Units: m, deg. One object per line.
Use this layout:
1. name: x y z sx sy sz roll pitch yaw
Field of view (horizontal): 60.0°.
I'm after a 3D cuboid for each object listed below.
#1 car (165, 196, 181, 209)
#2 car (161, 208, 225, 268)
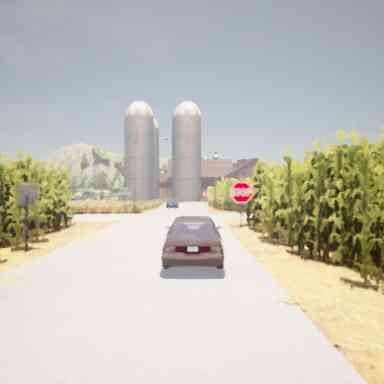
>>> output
1. car: -3.174 1.801 52.996 1.882 1.535 5.008 0 -1 0
2. car: 0.045 1.497 11.048 2.033 1.411 5.357 0 0 1
